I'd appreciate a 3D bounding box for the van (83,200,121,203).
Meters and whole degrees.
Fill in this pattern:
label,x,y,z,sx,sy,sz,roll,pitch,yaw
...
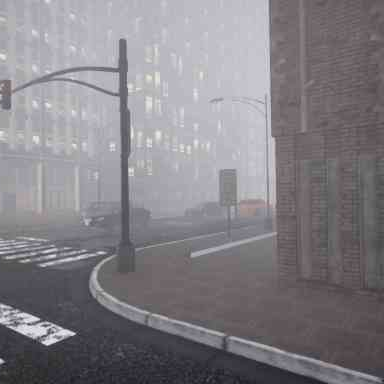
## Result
label,x,y,z,sx,sy,sz,roll,pitch,yaw
van,-6.008,1.460,23.498,1.690,1.788,3.998,-2,-1,36

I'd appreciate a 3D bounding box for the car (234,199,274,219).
label,x,y,z,sx,sy,sz,roll,pitch,yaw
car,5.670,1.381,29.848,2.097,1.767,4.553,-1,-1,36

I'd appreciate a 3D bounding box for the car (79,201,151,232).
label,x,y,z,sx,sy,sz,roll,pitch,yaw
car,-4.633,1.558,20.983,2.128,1.511,4.902,-1,-1,34

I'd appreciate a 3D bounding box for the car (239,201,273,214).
label,x,y,z,sx,sy,sz,roll,pitch,yaw
car,7.255,1.707,37.514,1.895,1.301,4.718,-1,-1,36

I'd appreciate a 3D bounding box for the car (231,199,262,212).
label,x,y,z,sx,sy,sz,roll,pitch,yaw
car,6.839,1.689,41.399,1.752,1.417,4.829,-2,-1,36

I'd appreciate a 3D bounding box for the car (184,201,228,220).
label,x,y,z,sx,sy,sz,roll,pitch,yaw
car,1.298,1.563,29.228,1.882,1.535,5.008,-1,-1,36
